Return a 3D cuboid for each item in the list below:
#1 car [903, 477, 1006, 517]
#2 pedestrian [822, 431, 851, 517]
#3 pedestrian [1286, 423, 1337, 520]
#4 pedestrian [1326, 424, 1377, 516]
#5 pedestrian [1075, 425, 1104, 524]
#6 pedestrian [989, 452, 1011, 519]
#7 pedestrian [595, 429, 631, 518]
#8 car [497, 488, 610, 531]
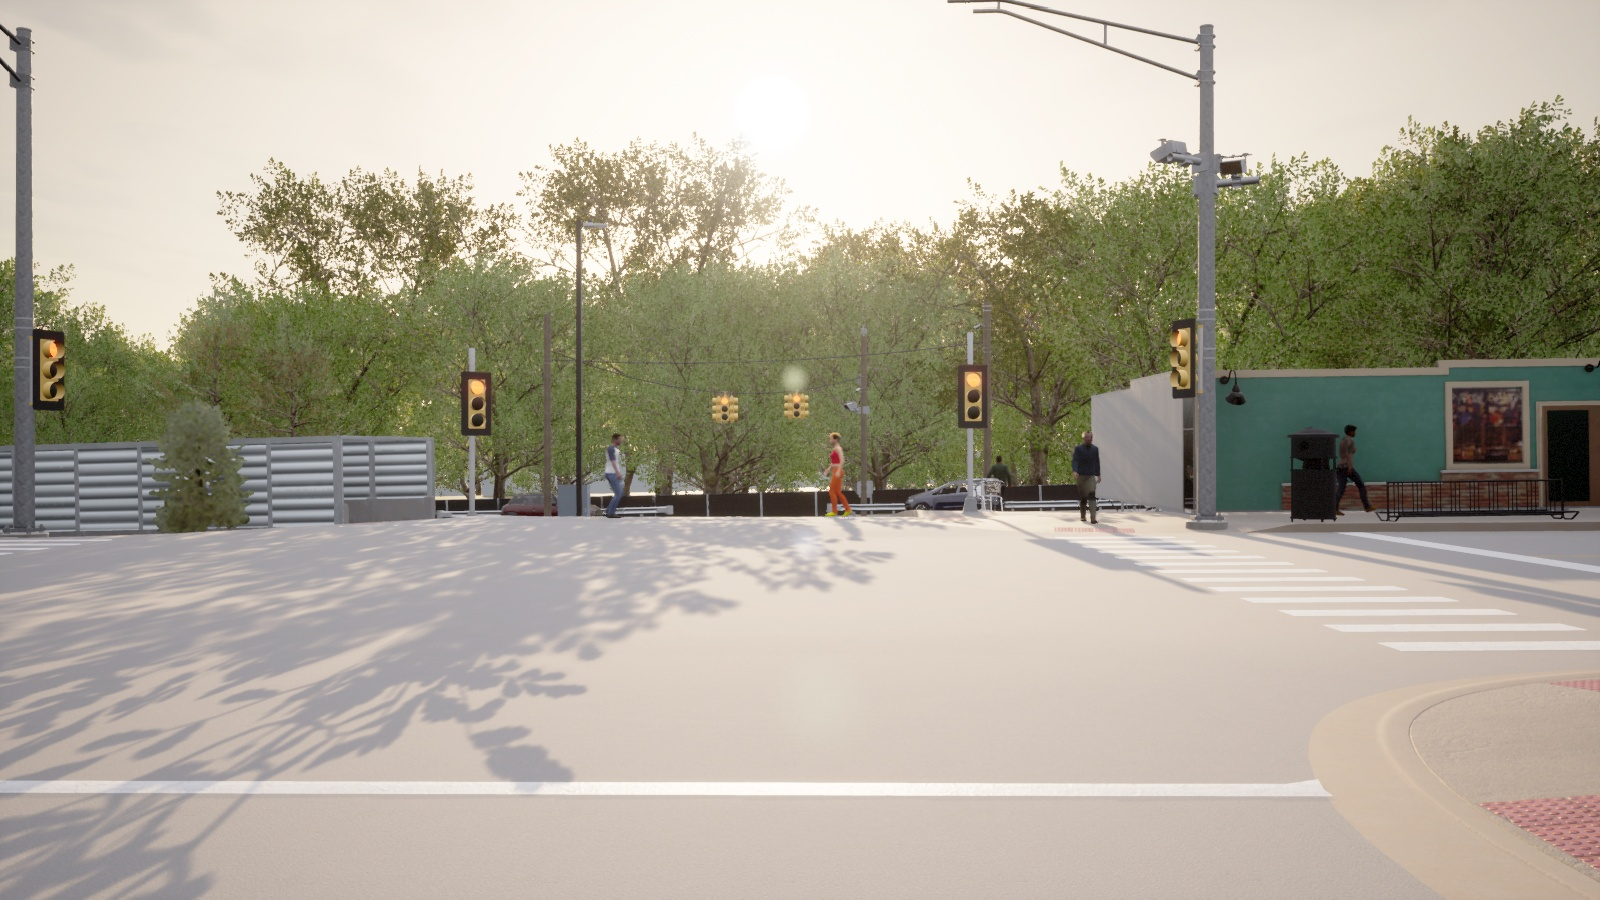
[{"bbox_3d":[7.189,2.190,58.496,4.611,1.667,2.242,-2,0,8],"label":"car"},{"bbox_3d":[0.789,0.518,27.127,0.594,1.836,0.345,0,0,-1],"label":"pedestrian"},{"bbox_3d":[9.973,0.411,24.507,0.899,1.844,0.634,0,0,20],"label":"pedestrian"},{"bbox_3d":[10.922,0.397,24.888,0.869,1.805,0.328,0,0,-4],"label":"pedestrian"},{"bbox_3d":[5.487,0.462,23.828,0.402,1.842,0.726,0,0,1],"label":"pedestrian"},{"bbox_3d":[5.881,1.041,36.953,0.423,1.949,0.788,0,0,-7],"label":"pedestrian"},{"bbox_3d":[-3.897,0.489,26.199,0.706,1.836,0.354,0,0,-5],"label":"pedestrian"},{"bbox_3d":[-11.195,2.699,57.208,4.553,1.767,2.097,-1,0,6],"label":"car"}]
